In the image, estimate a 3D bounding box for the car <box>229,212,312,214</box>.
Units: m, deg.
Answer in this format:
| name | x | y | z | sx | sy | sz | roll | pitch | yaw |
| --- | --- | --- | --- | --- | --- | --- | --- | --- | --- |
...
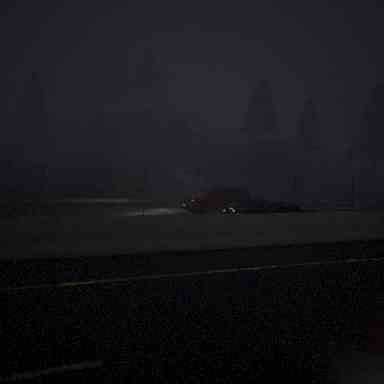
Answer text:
| name | x | y | z | sx | sy | sz | roll | pitch | yaw |
| --- | --- | --- | --- | --- | --- | --- | --- | --- | --- |
| car | 4.683 | 1.233 | 19.361 | 4.718 | 1.301 | 1.895 | 1 | 1 | -19 |
